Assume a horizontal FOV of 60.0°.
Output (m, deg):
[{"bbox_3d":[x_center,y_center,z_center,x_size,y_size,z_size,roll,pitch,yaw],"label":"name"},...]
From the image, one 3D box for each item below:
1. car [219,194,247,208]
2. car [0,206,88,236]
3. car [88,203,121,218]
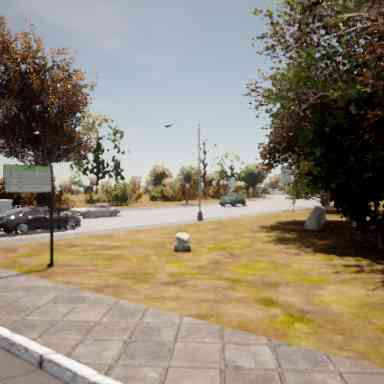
[{"bbox_3d":[6.308,1.262,50.679,2.150,2.045,5.566,0,0,36],"label":"car"},{"bbox_3d":[-8.950,1.630,19.550,1.837,1.490,4.892,0,0,39],"label":"car"},{"bbox_3d":[-8.977,1.747,30.870,1.895,1.301,4.718,0,0,39],"label":"car"}]
